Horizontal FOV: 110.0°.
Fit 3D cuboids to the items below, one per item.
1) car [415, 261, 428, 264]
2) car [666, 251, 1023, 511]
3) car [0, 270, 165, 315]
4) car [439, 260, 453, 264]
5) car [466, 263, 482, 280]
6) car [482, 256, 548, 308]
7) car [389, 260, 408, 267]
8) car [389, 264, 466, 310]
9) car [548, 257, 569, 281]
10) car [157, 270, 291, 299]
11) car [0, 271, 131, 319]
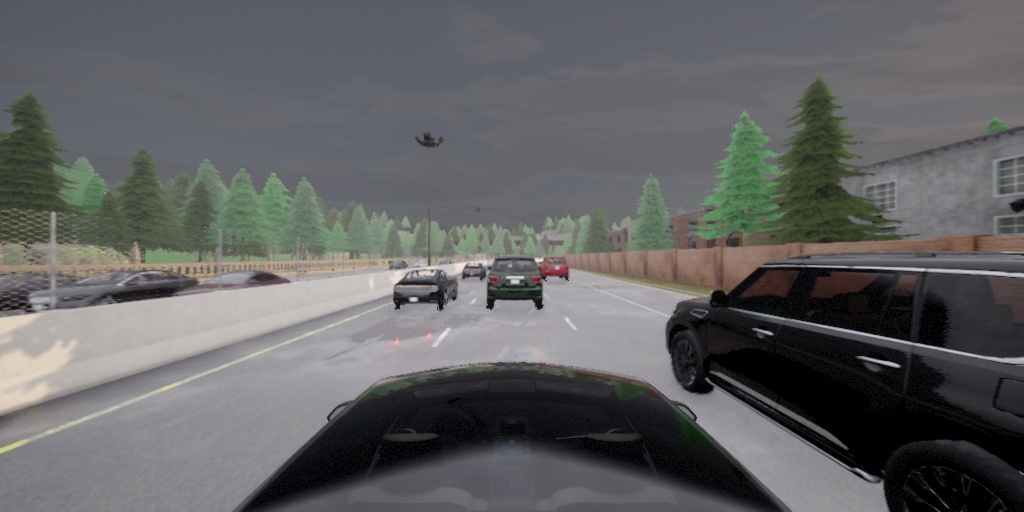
[{"bbox_3d":[-14.019,1.437,55.599,1.812,1.442,4.674,0,0,1],"label":"car"},{"bbox_3d":[3.602,0.981,3.557,2.150,2.045,5.566,0,0,0],"label":"car"},{"bbox_3d":[-14.094,1.274,13.123,2.128,1.511,4.902,0,0,0],"label":"car"},{"bbox_3d":[-10.520,1.408,57.092,2.128,1.511,4.902,0,0,1],"label":"car"},{"bbox_3d":[-3.381,1.336,32.543,2.128,1.511,4.902,0,0,0],"label":"car"},{"bbox_3d":[0.108,1.015,15.515,2.150,2.045,5.566,0,0,0],"label":"car"},{"bbox_3d":[-17.519,1.414,55.520,1.837,1.490,4.892,0,0,1],"label":"car"},{"bbox_3d":[-3.394,1.282,14.808,2.128,1.511,4.902,0,0,0],"label":"car"},{"bbox_3d":[3.619,1.064,31.369,2.150,2.045,5.566,0,0,0],"label":"car"},{"bbox_3d":[-10.594,1.311,14.021,1.812,1.442,4.674,0,0,0],"label":"car"},{"bbox_3d":[-17.595,1.328,12.903,2.033,1.411,5.357,0,0,0],"label":"car"}]
